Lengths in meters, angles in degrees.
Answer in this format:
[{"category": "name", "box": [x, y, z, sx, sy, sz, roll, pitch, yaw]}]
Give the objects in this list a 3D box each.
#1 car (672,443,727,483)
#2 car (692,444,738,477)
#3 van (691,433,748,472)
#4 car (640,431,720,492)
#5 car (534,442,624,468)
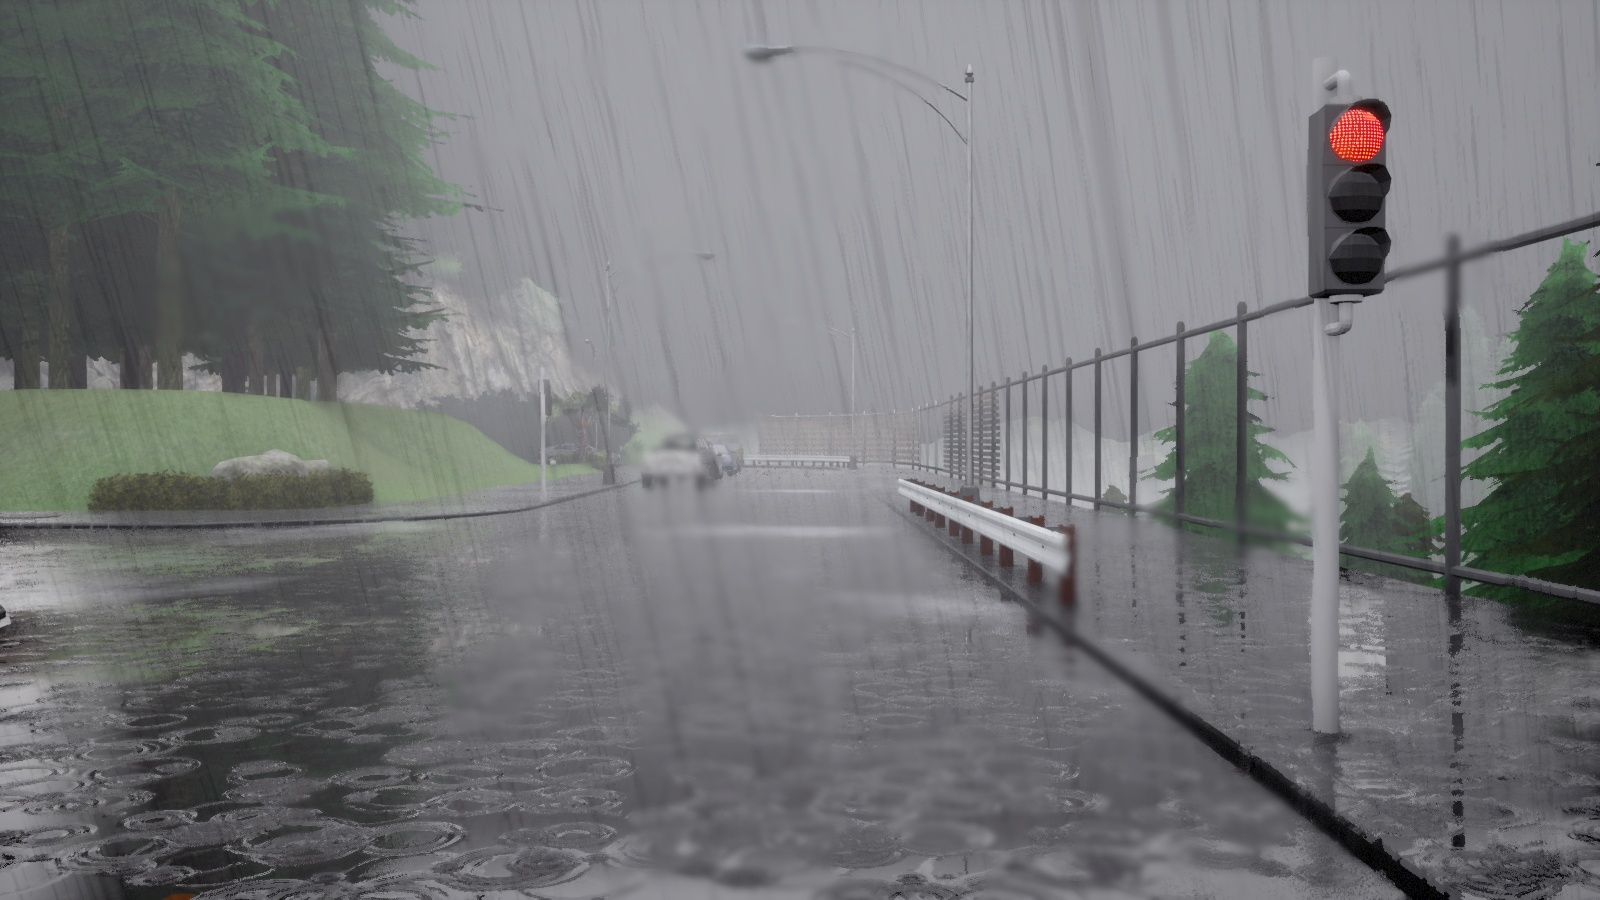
[{"category": "car", "box": [-3.912, 0.478, 49.419, 1.845, 1.501, 3.633, 0, 0, 0]}, {"category": "car", "box": [-3.873, 0.442, 57.908, 1.812, 1.442, 4.674, 0, 0, 0]}, {"category": "van", "box": [-4.372, 0.116, 67.477, 1.775, 1.987, 4.442, 0, 0, -21]}, {"category": "car", "box": [-3.834, 0.330, 40.803, 1.932, 1.855, 4.605, 0, 0, 3]}, {"category": "car", "box": [-12.885, 0.277, 73.447, 4.902, 1.511, 2.128, 0, 0, 0]}]
